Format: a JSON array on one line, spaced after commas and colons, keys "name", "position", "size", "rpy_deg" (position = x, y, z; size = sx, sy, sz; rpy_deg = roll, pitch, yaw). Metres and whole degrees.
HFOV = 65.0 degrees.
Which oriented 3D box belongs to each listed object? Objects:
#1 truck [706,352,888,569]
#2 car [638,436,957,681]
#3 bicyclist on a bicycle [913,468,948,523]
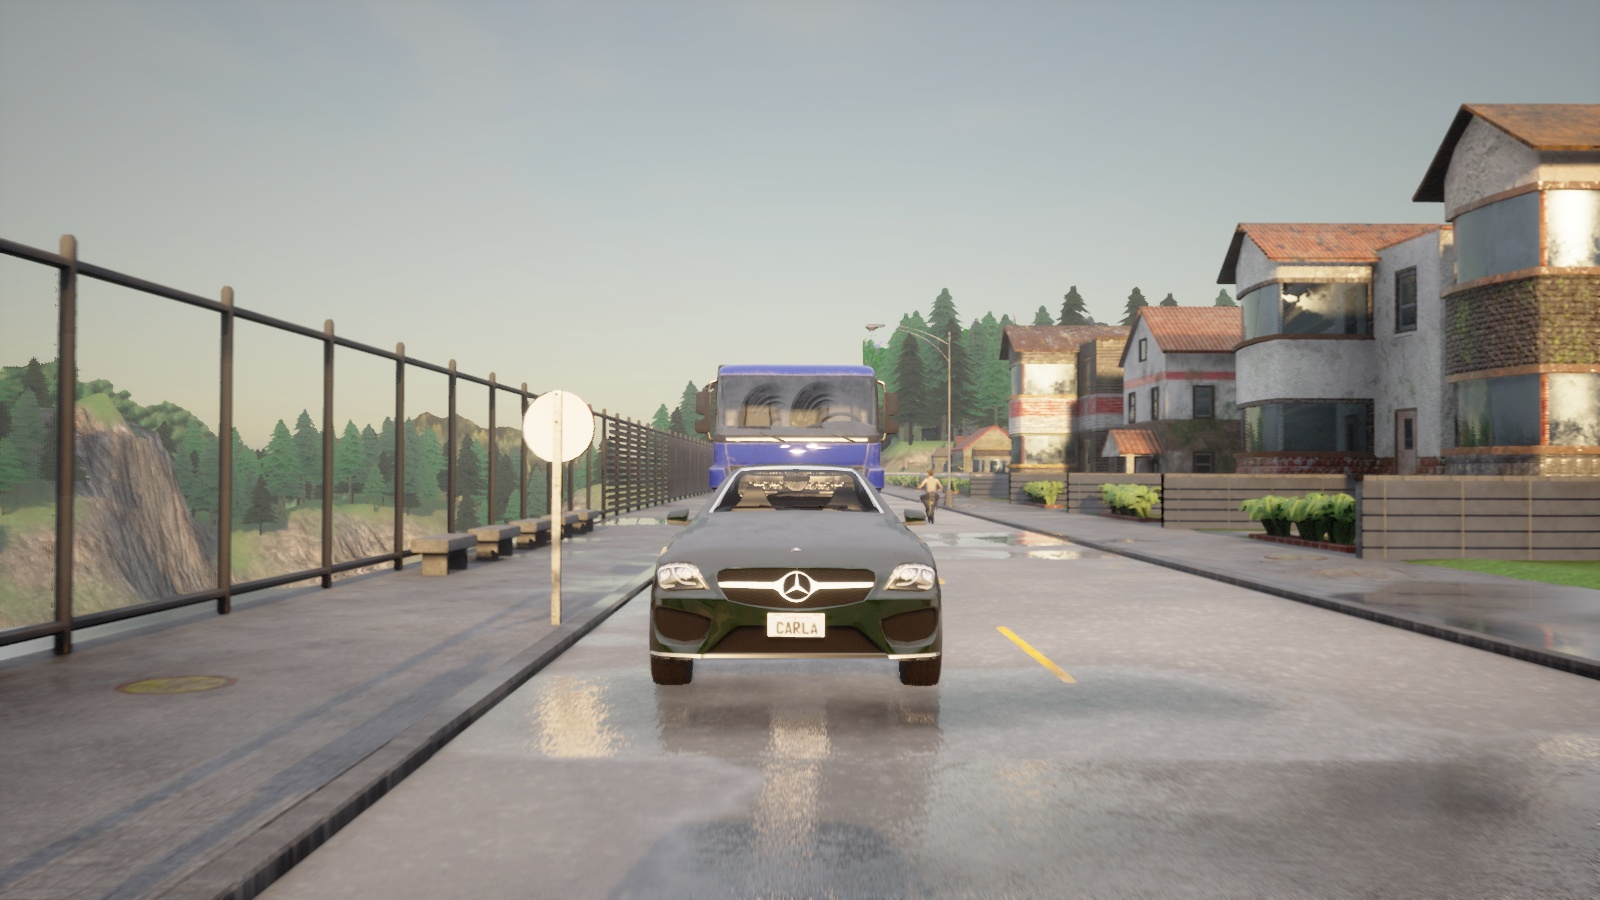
[{"name": "truck", "position": [-0.060, 0.234, 24.062], "size": [2.891, 3.462, 7.936], "rpy_deg": [0, -1, 0]}, {"name": "car", "position": [-0.026, 0.776, 11.017], "size": [2.152, 1.651, 5.027], "rpy_deg": [0, -1, 0]}, {"name": "bicyclist on a bicycle", "position": [3.907, 1.361, 37.695], "size": [0.866, 1.612, 1.509], "rpy_deg": [0, -1, 0]}]
